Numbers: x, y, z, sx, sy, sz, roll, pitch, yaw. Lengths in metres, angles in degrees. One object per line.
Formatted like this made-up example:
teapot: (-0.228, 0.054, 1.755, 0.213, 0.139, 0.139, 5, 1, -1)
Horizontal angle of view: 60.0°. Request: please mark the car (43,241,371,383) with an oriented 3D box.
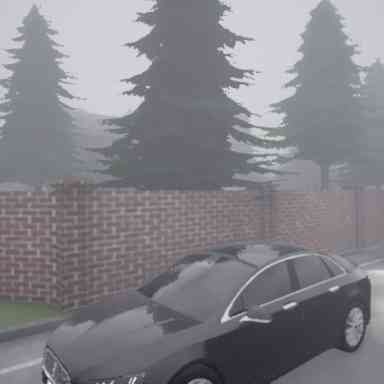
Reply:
car: (0.629, 1.515, 4.511, 4.892, 1.490, 1.837, 0, 0, -38)
